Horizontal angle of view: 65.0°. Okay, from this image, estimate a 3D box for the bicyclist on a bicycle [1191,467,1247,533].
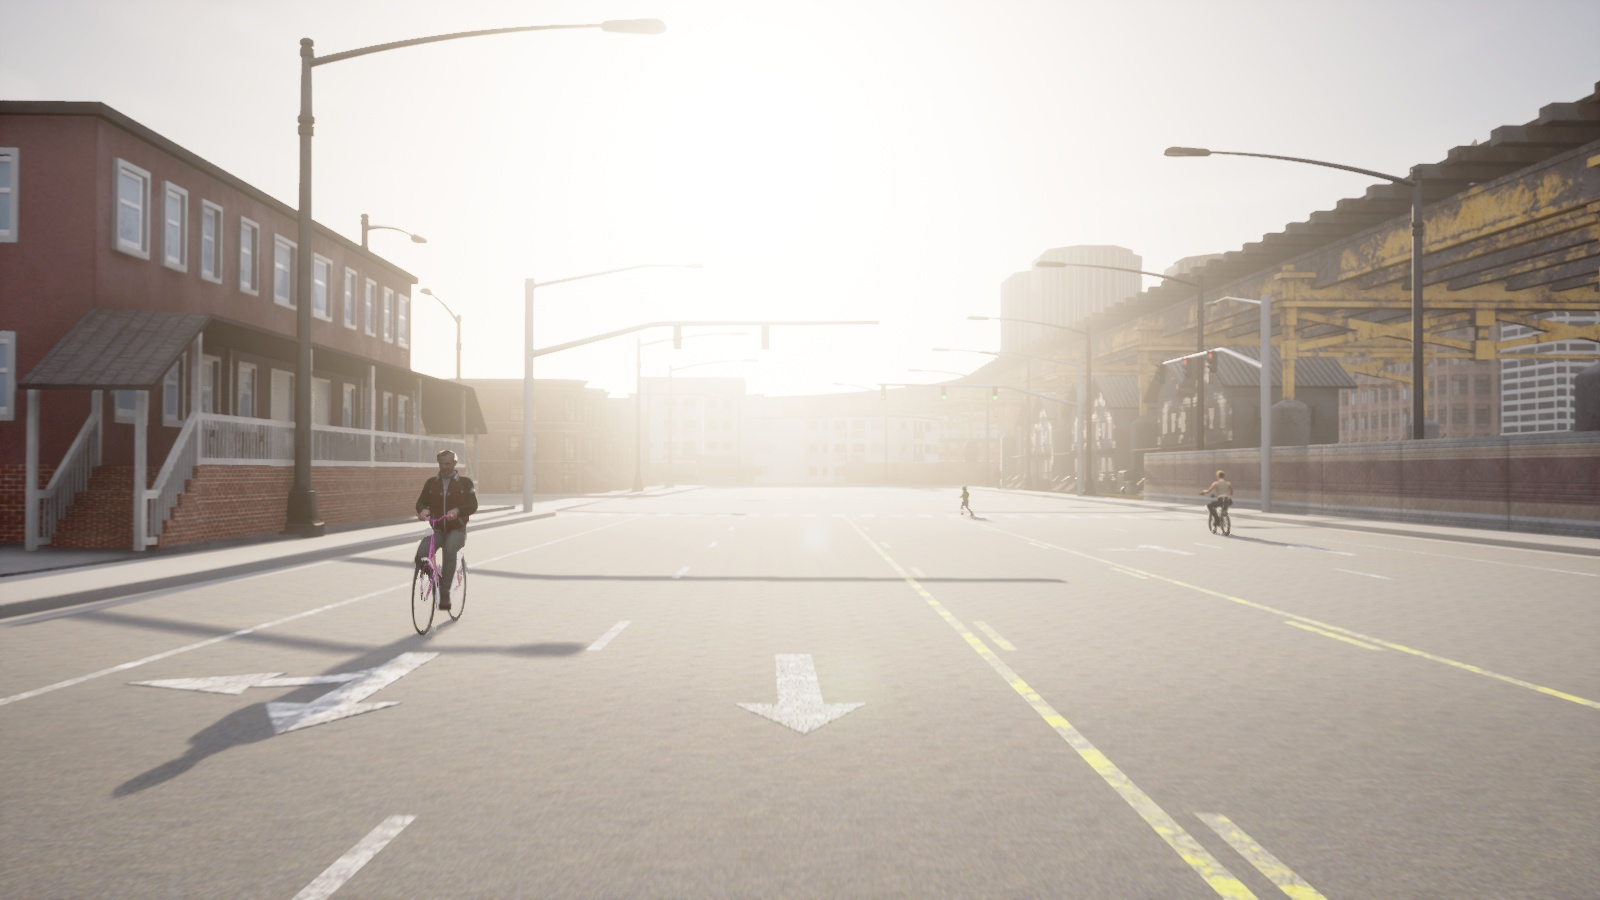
[{"bbox_3d":[10.435,1.233,31.305,0.866,1.612,1.509,0,-1,0],"label":"bicyclist on a bicycle"}]

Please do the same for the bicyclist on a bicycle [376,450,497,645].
[{"bbox_3d":[-3.528,0.906,12.357,0.659,1.776,1.843,0,-1,0],"label":"bicyclist on a bicycle"}]

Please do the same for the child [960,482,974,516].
[{"bbox_3d":[5.731,1.678,43.059,0.473,1.160,0.299,0,-1,8],"label":"child"}]
